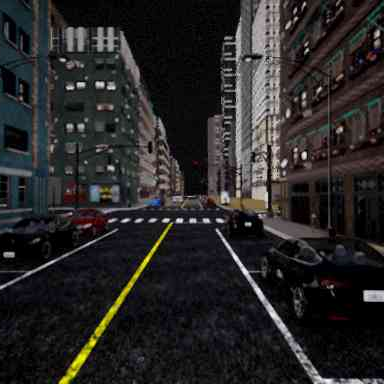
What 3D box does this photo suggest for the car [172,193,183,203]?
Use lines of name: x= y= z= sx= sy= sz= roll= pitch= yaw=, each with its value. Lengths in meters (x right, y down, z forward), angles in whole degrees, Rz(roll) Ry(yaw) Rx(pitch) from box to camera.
car: x=-2.997 y=1.315 z=71.125 sx=2.150 sy=2.045 sz=5.566 roll=0 pitch=0 yaw=0

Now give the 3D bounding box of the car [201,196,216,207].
car: x=2.699 y=1.639 z=50.436 sx=1.802 sy=1.307 sz=4.206 roll=0 pitch=0 yaw=0

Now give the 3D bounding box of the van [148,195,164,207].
van: x=-5.680 y=1.398 z=50.437 sx=1.690 sy=1.788 sz=3.998 roll=0 pitch=0 yaw=0

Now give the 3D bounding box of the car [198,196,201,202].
car: x=2.700 y=1.514 z=61.492 sx=1.967 sy=1.590 sz=4.097 roll=0 pitch=0 yaw=0

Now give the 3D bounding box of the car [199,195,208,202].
car: x=2.701 y=1.542 z=78.074 sx=1.967 sy=1.590 sz=4.097 roll=0 pitch=0 yaw=0

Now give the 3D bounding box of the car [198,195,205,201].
car: x=2.700 y=1.680 z=94.657 sx=1.887 sy=1.381 sz=4.507 roll=0 pitch=0 yaw=0

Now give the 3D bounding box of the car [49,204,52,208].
car: x=-18.782 y=1.390 z=39.279 sx=4.313 sy=1.339 sz=1.947 roll=1 pitch=-1 yaw=0

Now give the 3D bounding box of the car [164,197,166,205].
car: x=-5.680 y=1.381 z=55.965 sx=2.192 sy=1.841 sz=5.009 roll=0 pitch=0 yaw=0

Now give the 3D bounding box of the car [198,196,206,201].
car: x=2.700 y=1.675 z=89.129 sx=2.008 sy=1.369 sz=4.403 roll=0 pitch=0 yaw=0

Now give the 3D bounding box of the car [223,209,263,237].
car: x=2.698 y=1.582 z=18.030 sx=1.947 sy=1.339 sz=4.313 roll=0 pitch=0 yaw=0

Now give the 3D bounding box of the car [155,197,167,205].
car: x=-5.681 y=1.619 z=61.493 sx=1.887 sy=1.381 sz=4.507 roll=0 pitch=0 yaw=0

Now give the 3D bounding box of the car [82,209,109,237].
car: x=-5.683 y=1.598 z=18.042 sx=1.802 sy=1.307 sz=4.206 roll=0 pitch=0 yaw=0

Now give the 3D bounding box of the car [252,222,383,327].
car: x=2.698 y=1.572 z=6.983 sx=1.947 sy=1.339 sz=4.313 roll=0 pitch=0 yaw=0

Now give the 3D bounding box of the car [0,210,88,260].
car: x=-5.683 y=1.577 z=12.519 sx=1.947 sy=1.339 sz=4.313 roll=0 pitch=0 yaw=0
